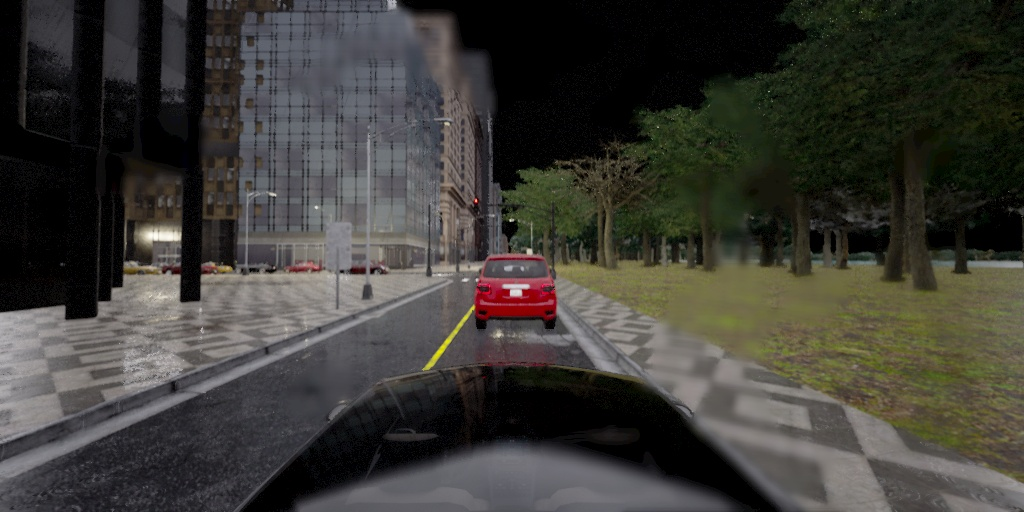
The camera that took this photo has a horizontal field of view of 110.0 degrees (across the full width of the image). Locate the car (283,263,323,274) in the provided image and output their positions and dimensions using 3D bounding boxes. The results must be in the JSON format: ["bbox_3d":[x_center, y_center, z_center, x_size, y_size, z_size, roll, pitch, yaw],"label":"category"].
[{"bbox_3d":[-24.449,1.429,41.994,4.207,1.307,1.802,0,0,0],"label":"car"}]

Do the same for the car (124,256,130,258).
[{"bbox_3d":[-39.999,0.934,36.176,5.566,2.045,2.150,0,-1,0],"label":"car"}]

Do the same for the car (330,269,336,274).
[{"bbox_3d":[-18.963,1.409,41.995,4.313,1.339,1.948,0,0,0],"label":"car"}]

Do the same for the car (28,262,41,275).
[{"bbox_3d":[-46.402,1.090,33.464,4.097,1.591,1.967,0,0,0],"label":"car"}]

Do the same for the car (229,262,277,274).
[{"bbox_3d":[-29.936,1.416,41.992,4.313,1.339,1.948,0,0,0],"label":"car"}]

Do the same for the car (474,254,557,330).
[{"bbox_3d":[0.103,0.960,11.252,2.150,2.045,5.566,0,0,0],"label":"car"}]

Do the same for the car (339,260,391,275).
[{"bbox_3d":[-13.507,1.069,33.474,4.097,1.591,1.967,0,0,-1],"label":"car"}]

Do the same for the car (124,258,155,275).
[{"bbox_3d":[-35.256,1.169,33.468,4.829,1.417,1.751,0,0,0],"label":"car"}]

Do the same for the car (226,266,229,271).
[{"bbox_3d":[-35.593,1.379,41.990,4.829,1.417,1.751,0,0,0],"label":"car"}]

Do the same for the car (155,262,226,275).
[{"bbox_3d":[-29.938,1.185,33.469,4.507,1.381,1.888,0,0,0],"label":"car"}]
